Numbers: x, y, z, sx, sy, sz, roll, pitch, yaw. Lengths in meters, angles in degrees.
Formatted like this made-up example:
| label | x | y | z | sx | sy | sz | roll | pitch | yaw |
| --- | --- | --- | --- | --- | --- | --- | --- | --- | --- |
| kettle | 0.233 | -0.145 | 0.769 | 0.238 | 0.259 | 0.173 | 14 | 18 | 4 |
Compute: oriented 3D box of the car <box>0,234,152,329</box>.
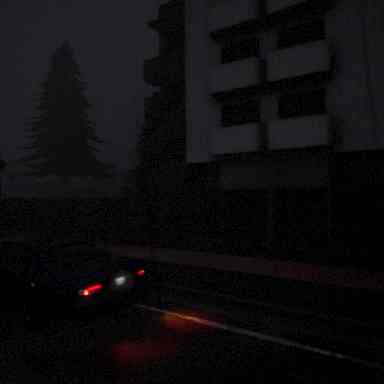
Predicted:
| label | x | y | z | sx | sy | sz | roll | pitch | yaw |
| --- | --- | --- | --- | --- | --- | --- | --- | --- | --- |
| car | -3.430 | 1.627 | 7.028 | 5.357 | 1.411 | 2.033 | -1 | 0 | 29 |
